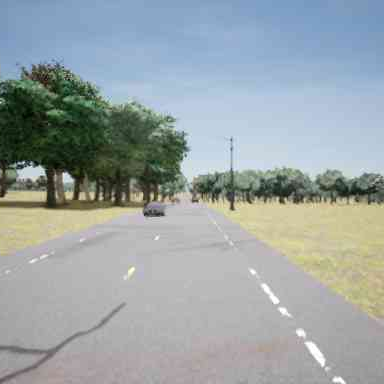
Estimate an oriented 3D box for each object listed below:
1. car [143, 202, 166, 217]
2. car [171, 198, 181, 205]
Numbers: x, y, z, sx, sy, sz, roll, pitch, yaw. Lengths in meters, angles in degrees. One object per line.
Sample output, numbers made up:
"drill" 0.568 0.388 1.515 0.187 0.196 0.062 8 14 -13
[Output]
"car" -3.598 1.667 32.437 1.994 1.385 4.181 0 0 0
"car" -3.508 1.969 73.138 2.128 1.511 4.902 0 -1 0
